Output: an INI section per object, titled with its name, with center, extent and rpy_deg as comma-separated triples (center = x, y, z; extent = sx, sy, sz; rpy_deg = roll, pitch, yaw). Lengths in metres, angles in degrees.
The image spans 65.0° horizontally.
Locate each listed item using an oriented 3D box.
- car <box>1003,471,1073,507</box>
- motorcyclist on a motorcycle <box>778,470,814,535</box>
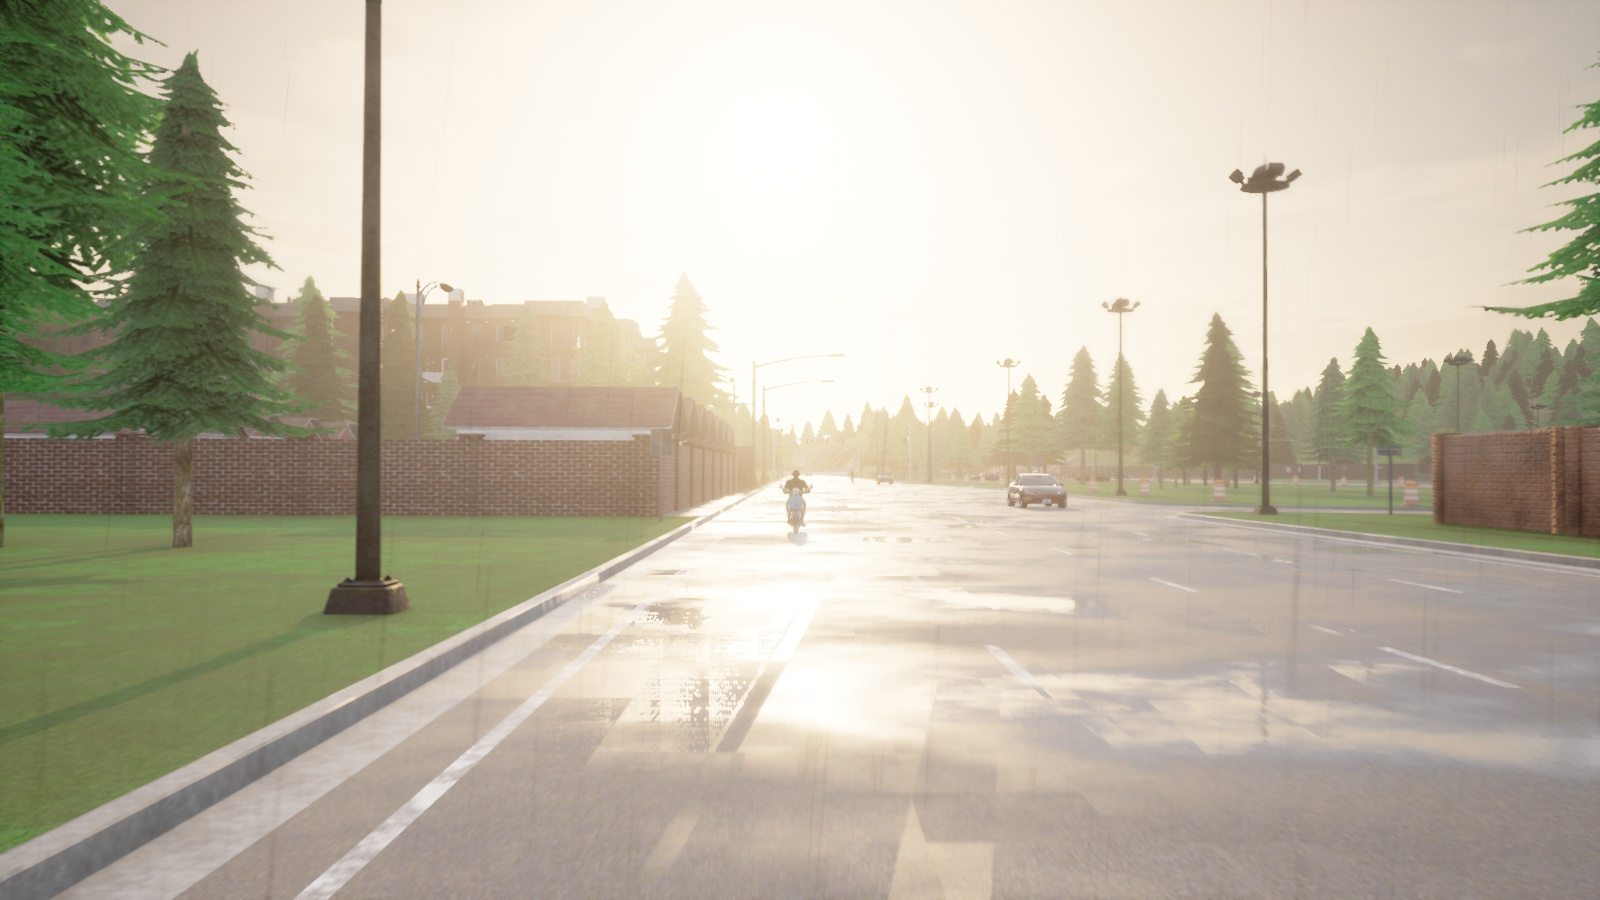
[car]
center = 10.342, 1.687, 54.939
extent = 2.163, 1.488, 4.792
rpy_deg = 0, -1, 0
[motorcyclist on a motorcycle]
center = -0.091, 1.293, 31.520
extent = 0.866, 1.590, 1.817
rpy_deg = 0, -1, 0
